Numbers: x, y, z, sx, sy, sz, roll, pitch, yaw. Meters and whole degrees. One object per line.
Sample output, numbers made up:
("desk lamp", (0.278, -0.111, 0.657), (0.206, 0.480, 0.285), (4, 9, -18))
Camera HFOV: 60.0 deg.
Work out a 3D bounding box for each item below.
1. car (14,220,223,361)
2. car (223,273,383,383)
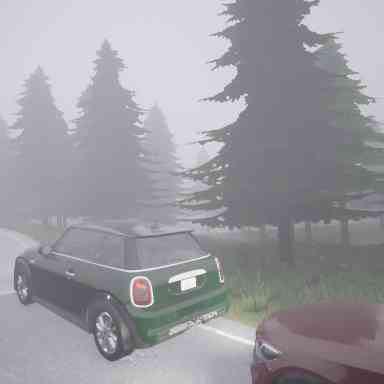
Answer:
("car", (-1.579, 1.308, 6.216), (4.553, 1.767, 2.097), (1, 1, 44))
("car", (2.750, 1.531, 2.595), (4.674, 1.442, 1.812), (1, 0, 36))
